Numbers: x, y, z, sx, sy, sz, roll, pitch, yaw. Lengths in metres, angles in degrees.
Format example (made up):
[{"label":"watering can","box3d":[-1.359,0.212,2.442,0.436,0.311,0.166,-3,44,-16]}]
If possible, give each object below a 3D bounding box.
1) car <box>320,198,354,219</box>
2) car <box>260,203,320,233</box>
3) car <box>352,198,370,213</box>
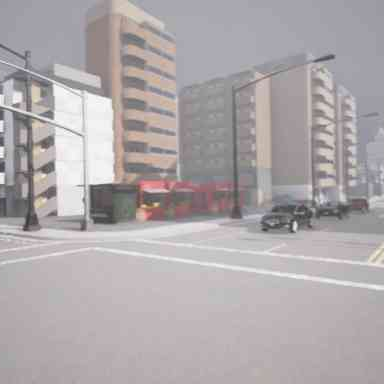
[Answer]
[{"label":"car","box3d":[11.515,1.451,27.276,1.994,1.385,4.181,-1,-1,36]},{"label":"car","box3d":[5.584,1.426,19.224,1.837,1.490,4.892,-1,0,37]},{"label":"car","box3d":[17.531,1.357,35.374,1.882,1.535,5.008,-1,-1,37]}]
